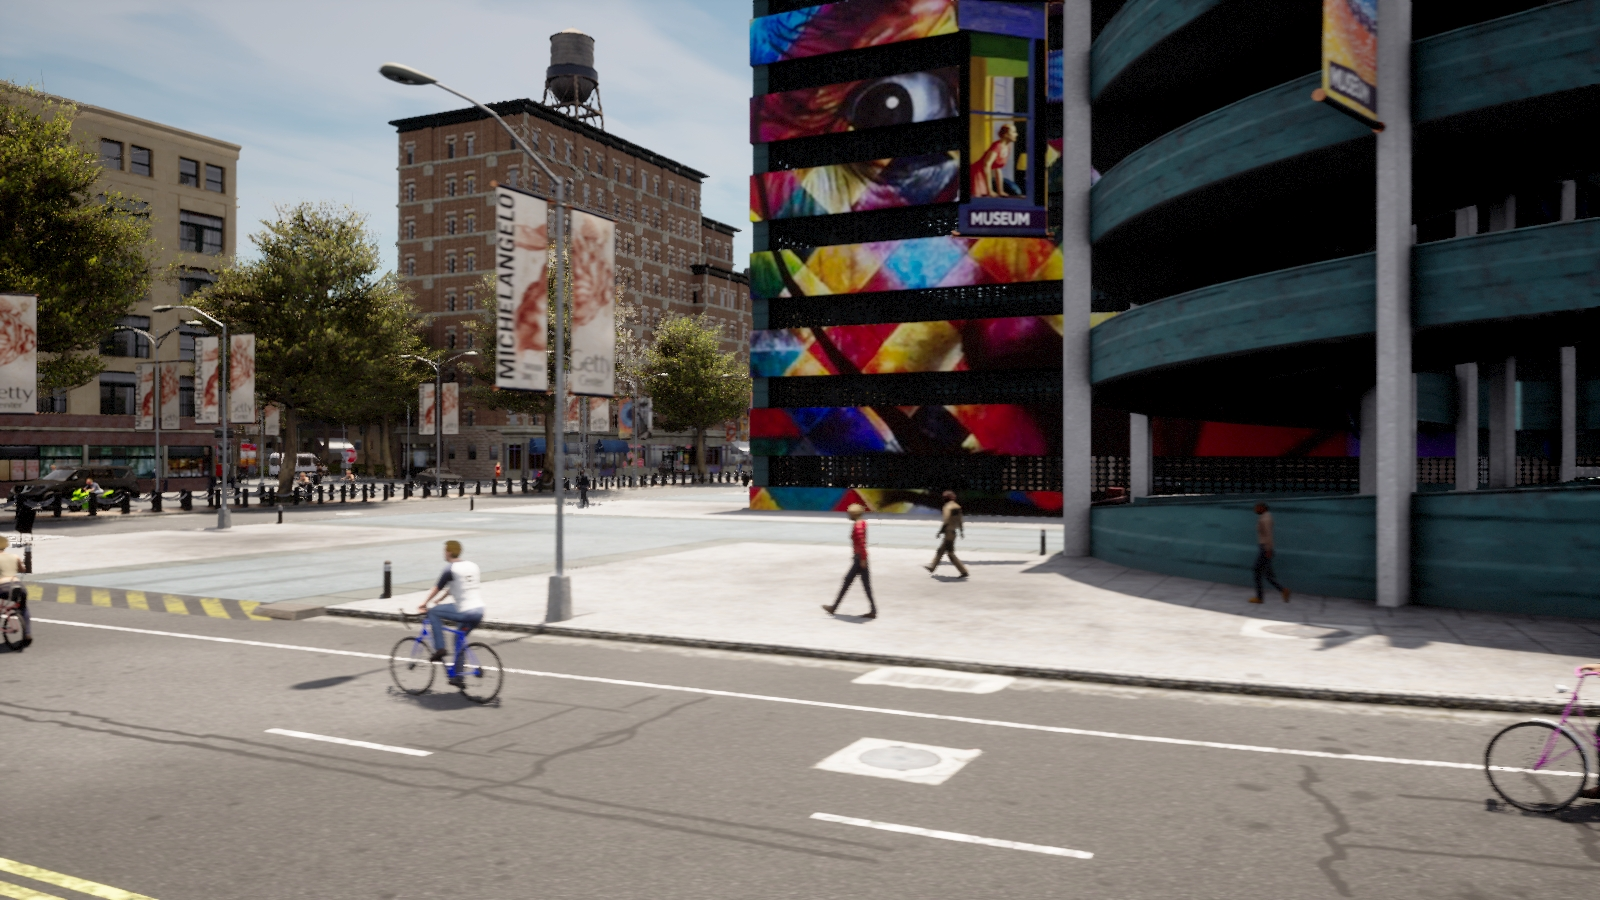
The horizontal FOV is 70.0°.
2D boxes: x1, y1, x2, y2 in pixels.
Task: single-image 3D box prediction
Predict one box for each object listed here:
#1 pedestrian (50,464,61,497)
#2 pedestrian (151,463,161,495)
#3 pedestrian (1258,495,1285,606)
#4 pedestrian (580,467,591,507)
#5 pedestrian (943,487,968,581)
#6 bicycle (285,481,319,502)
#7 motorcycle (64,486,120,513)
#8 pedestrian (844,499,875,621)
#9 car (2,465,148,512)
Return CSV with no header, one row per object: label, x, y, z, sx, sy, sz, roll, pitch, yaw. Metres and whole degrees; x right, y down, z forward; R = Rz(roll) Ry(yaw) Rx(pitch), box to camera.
pedestrian,-41.848,1.706,64.193,0.375,1.860,0.375,0,0,26
pedestrian,-37.525,1.707,66.594,0.375,1.860,0.375,0,0,35
pedestrian,8.040,1.701,19.467,0.375,1.860,0.375,0,0,30
pedestrian,-9.953,1.706,52.968,0.375,1.860,0.375,0,0,30
pedestrian,3.170,1.701,23.260,0.375,1.860,0.375,0,0,35
bicycle,-27.016,2.267,61.968,0.859,1.080,1.487,0,0,26
motorcycle,-32.030,2.221,51.685,0.803,1.145,2.033,0,0,26
pedestrian,0.933,1.700,17.862,0.375,1.860,0.375,0,0,21
car,-34.509,1.788,54.572,2.150,2.045,5.566,0,0,26
